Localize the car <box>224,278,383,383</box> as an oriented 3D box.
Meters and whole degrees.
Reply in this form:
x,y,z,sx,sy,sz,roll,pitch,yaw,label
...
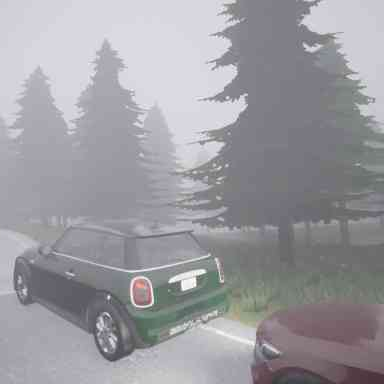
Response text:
x,y,z,sx,sy,sz,roll,pitch,yaw,label
2.756,1.532,2.592,4.674,1.442,1.812,1,0,36,car

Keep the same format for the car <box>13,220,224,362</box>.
x,y,z,sx,sy,sz,roll,pitch,yaw,label
-1.577,1.308,6.209,4.553,1.767,2.097,1,1,44,car
